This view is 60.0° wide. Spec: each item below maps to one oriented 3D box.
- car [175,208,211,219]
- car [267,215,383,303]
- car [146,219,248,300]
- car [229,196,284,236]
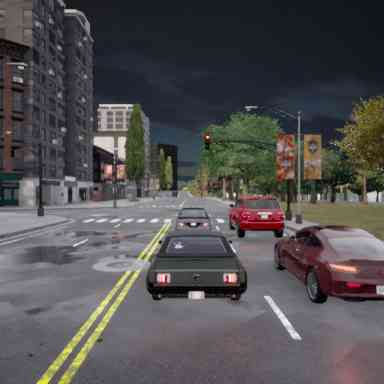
[{"bbox_3d":[0.061,1.541,17.891,2.033,1.411,5.357,0,0,0],"label":"car"},{"bbox_3d":[3.335,1.523,8.039,1.812,1.442,4.674,0,0,0],"label":"car"},{"bbox_3d":[0.082,1.598,8.298,1.895,1.301,4.718,0,0,0],"label":"car"},{"bbox_3d":[3.311,1.216,17.852,2.150,2.045,5.566,0,0,0],"label":"car"}]
